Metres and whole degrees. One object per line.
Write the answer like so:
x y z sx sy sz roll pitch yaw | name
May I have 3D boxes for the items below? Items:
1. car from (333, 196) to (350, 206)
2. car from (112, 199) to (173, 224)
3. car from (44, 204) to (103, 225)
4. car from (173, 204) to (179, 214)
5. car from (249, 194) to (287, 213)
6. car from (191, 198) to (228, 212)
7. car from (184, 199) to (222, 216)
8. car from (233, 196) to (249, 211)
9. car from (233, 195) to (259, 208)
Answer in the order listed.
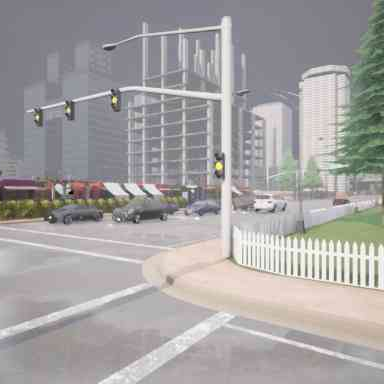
24.122 1.478 53.636 1.882 1.535 5.008 0 0 34 | car
-3.874 1.352 25.127 2.097 1.767 4.553 0 0 34 | car
-8.588 1.564 24.410 1.994 1.385 4.181 0 0 34 | car
-3.405 1.547 32.064 2.033 1.411 5.357 0 0 34 | car
8.867 1.221 37.347 2.150 2.045 5.566 0 0 34 | car
2.242 1.547 40.399 2.033 1.411 5.357 0 0 34 | car
1.078 1.526 32.421 1.812 1.442 4.674 0 0 34 | car
6.715 1.505 40.747 1.837 1.490 4.892 0 0 34 | car
7.945 1.352 48.751 2.097 1.767 4.553 0 0 35 | car
